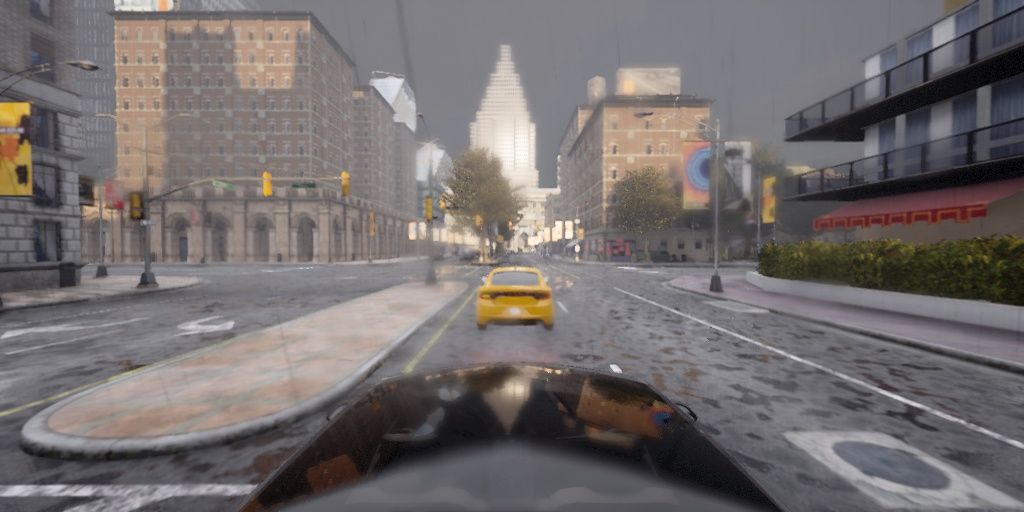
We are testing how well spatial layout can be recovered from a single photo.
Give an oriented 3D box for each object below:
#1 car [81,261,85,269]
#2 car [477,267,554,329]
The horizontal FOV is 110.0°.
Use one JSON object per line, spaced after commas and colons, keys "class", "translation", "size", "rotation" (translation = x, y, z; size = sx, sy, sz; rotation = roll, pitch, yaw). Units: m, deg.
{"class": "car", "translation": [-41.776, 0.699, 32.462], "size": [4.718, 1.301, 1.895], "rotation": [0, 1, 0]}
{"class": "car", "translation": [0.092, 1.043, 10.475], "size": [1.882, 1.535, 5.008], "rotation": [0, 1, 0]}
